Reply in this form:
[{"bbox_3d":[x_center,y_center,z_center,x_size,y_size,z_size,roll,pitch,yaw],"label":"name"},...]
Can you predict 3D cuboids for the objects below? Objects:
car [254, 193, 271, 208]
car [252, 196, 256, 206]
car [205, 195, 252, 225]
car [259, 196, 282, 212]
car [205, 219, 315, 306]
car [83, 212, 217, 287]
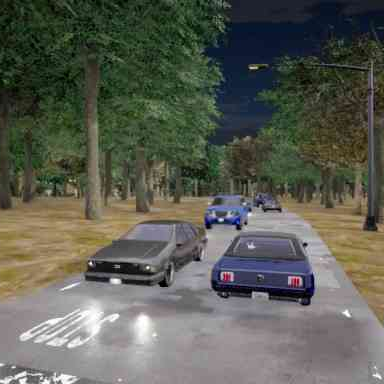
[{"bbox_3d":[10.122,1.141,47.725,2.150,2.045,5.566,0,0,3],"label":"car"},{"bbox_3d":[5.757,1.522,36.981,2.033,1.411,5.357,0,0,10],"label":"car"},{"bbox_3d":[2.322,1.229,21.271,2.150,2.045,5.566,0,0,15],"label":"car"},{"bbox_3d":[9.019,1.534,37.776,1.994,1.385,4.181,0,0,8],"label":"car"},{"bbox_3d":[1.858,1.603,8.168,1.895,1.301,4.718,0,0,16],"label":"car"},{"bbox_3d":[-0.916,1.551,9.778,2.033,1.411,5.357,0,0,16],"label":"car"}]
